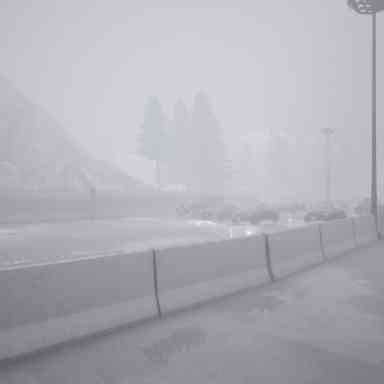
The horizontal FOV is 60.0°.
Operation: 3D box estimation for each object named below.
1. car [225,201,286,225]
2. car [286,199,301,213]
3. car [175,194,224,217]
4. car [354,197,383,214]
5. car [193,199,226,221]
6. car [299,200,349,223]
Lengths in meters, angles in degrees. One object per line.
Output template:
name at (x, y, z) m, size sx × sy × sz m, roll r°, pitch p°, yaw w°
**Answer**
car at (4.673, 1.525, 24.094) m, size 1.812 × 1.442 × 4.674 m, roll 0°, pitch 0°, yaw 42°
car at (11.050, 1.525, 36.586) m, size 1.812 × 1.442 × 4.674 m, roll 0°, pitch 0°, yaw 42°
car at (0.930, 1.223, 30.411) m, size 2.150 × 2.045 × 5.566 m, roll 0°, pitch 0°, yaw 42°
car at (18.431, 1.351, 34.328) m, size 2.097 × 1.767 × 4.553 m, roll 0°, pitch 0°, yaw 42°
car at (2.440, 1.564, 26.848) m, size 1.994 × 1.385 × 4.181 m, roll 0°, pitch 0°, yaw 42°
car at (10.023, 1.525, 24.825) m, size 1.812 × 1.442 × 4.674 m, roll 0°, pitch 0°, yaw 42°
